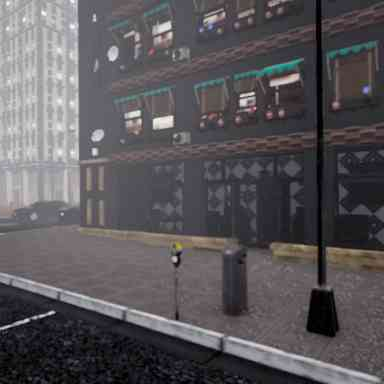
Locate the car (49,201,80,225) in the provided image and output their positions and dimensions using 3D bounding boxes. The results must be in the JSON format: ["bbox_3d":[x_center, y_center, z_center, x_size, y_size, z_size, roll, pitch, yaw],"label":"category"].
[{"bbox_3d":[-6.943,1.405,22.541,1.947,1.339,4.313,0,1,35],"label":"car"}]

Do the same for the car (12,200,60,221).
[{"bbox_3d":[-11.506,1.404,26.139,1.837,1.490,4.892,-1,1,35],"label":"car"}]
